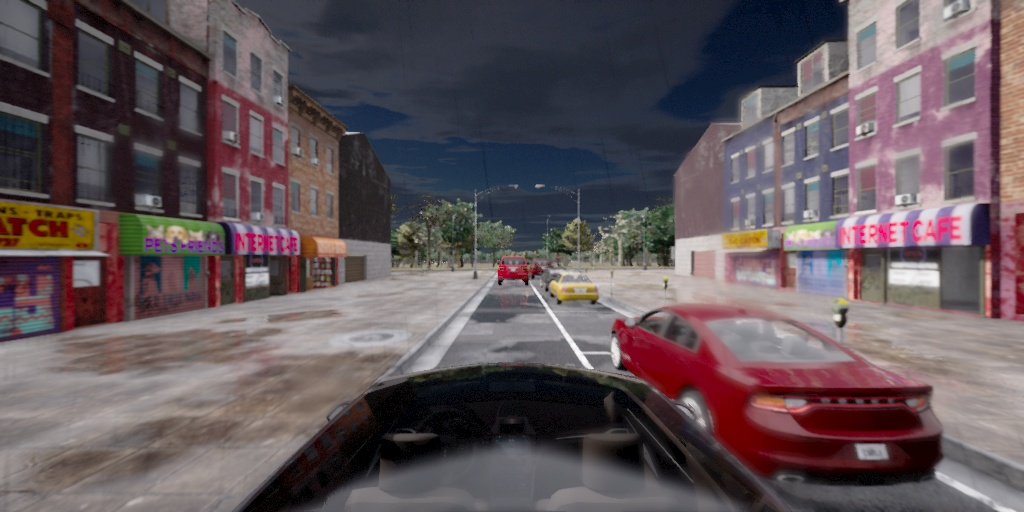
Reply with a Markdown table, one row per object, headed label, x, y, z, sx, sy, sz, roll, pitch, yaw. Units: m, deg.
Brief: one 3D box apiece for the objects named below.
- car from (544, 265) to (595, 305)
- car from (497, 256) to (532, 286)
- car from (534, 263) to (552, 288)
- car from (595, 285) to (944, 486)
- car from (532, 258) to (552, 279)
| label | x | y | z | sx | sy | sz | roll | pitch | yaw |
| --- | --- | --- | --- | --- | --- | --- | --- | --- | --- |
| car | 2.638 | 1.294 | 16.115 | 1.751 | 1.417 | 4.829 | 0 | 0 | 0 |
| car | 0.101 | 1.017 | 26.076 | 2.150 | 2.045 | 5.566 | 0 | 0 | 0 |
| car | 2.638 | 1.334 | 21.489 | 2.007 | 1.370 | 4.403 | 0 | 0 | 0 |
| car | 2.638 | 1.298 | 4.855 | 1.888 | 1.381 | 4.507 | 0 | 0 | 0 |
| car | 2.639 | 1.126 | 32.580 | 2.192 | 1.841 | 5.009 | 0 | 0 | 0 |
